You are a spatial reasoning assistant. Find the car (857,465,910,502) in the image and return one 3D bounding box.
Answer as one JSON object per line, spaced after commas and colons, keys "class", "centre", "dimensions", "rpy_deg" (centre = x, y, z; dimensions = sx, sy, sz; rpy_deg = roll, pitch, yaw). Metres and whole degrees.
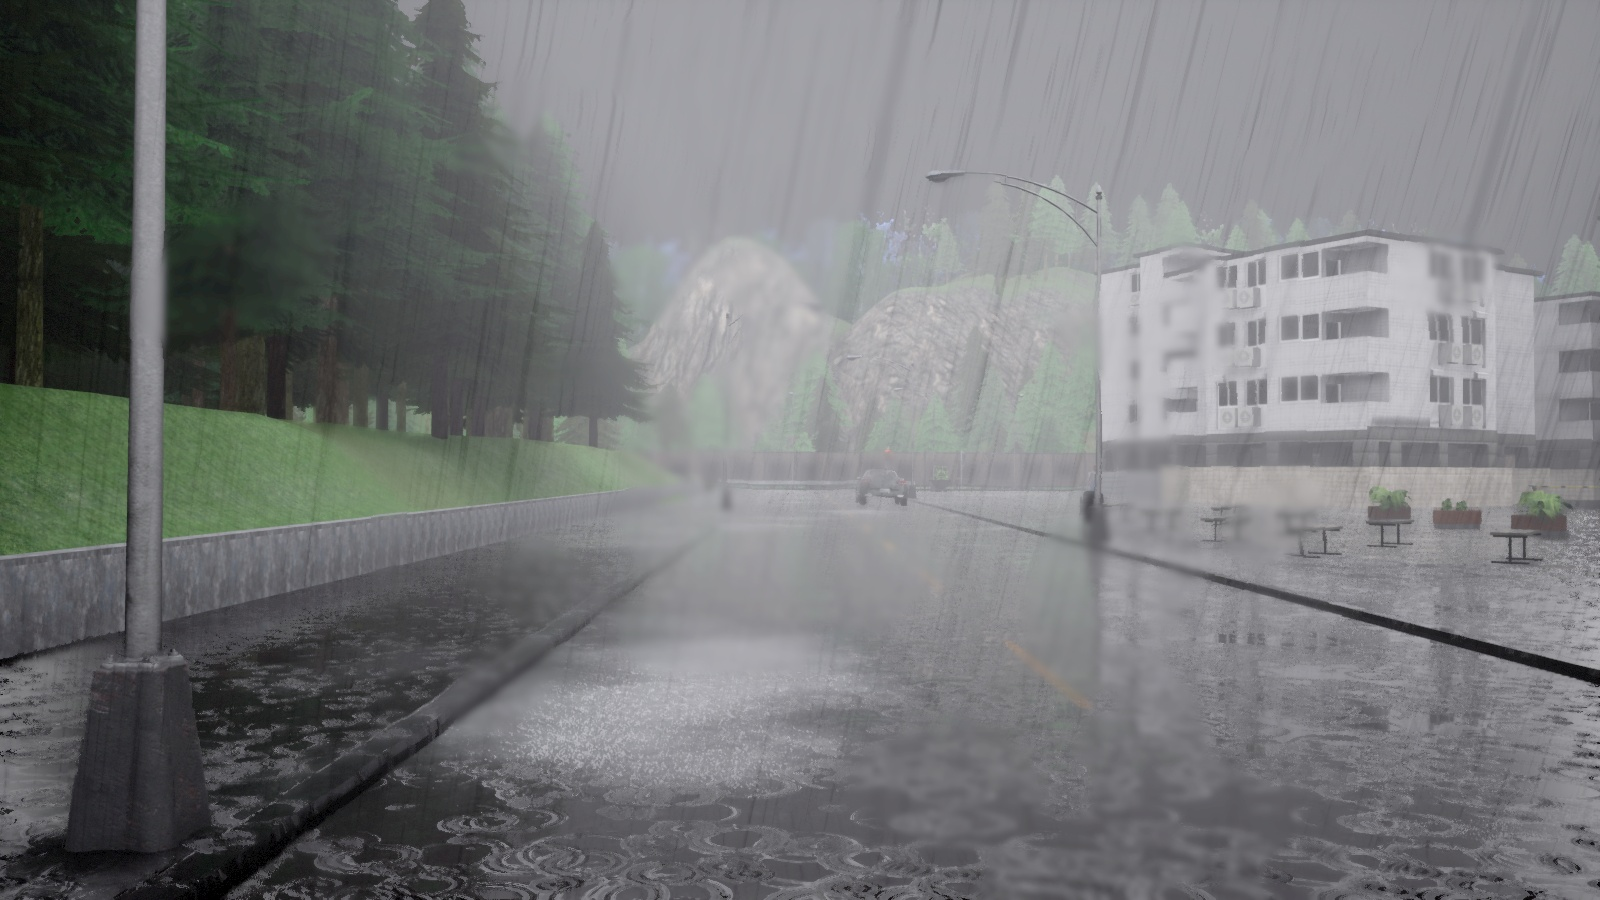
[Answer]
{"class": "car", "centre": [3.867, 1.565, 58.949], "dimensions": [2.152, 1.651, 5.027], "rpy_deg": [0, -1, 0]}
